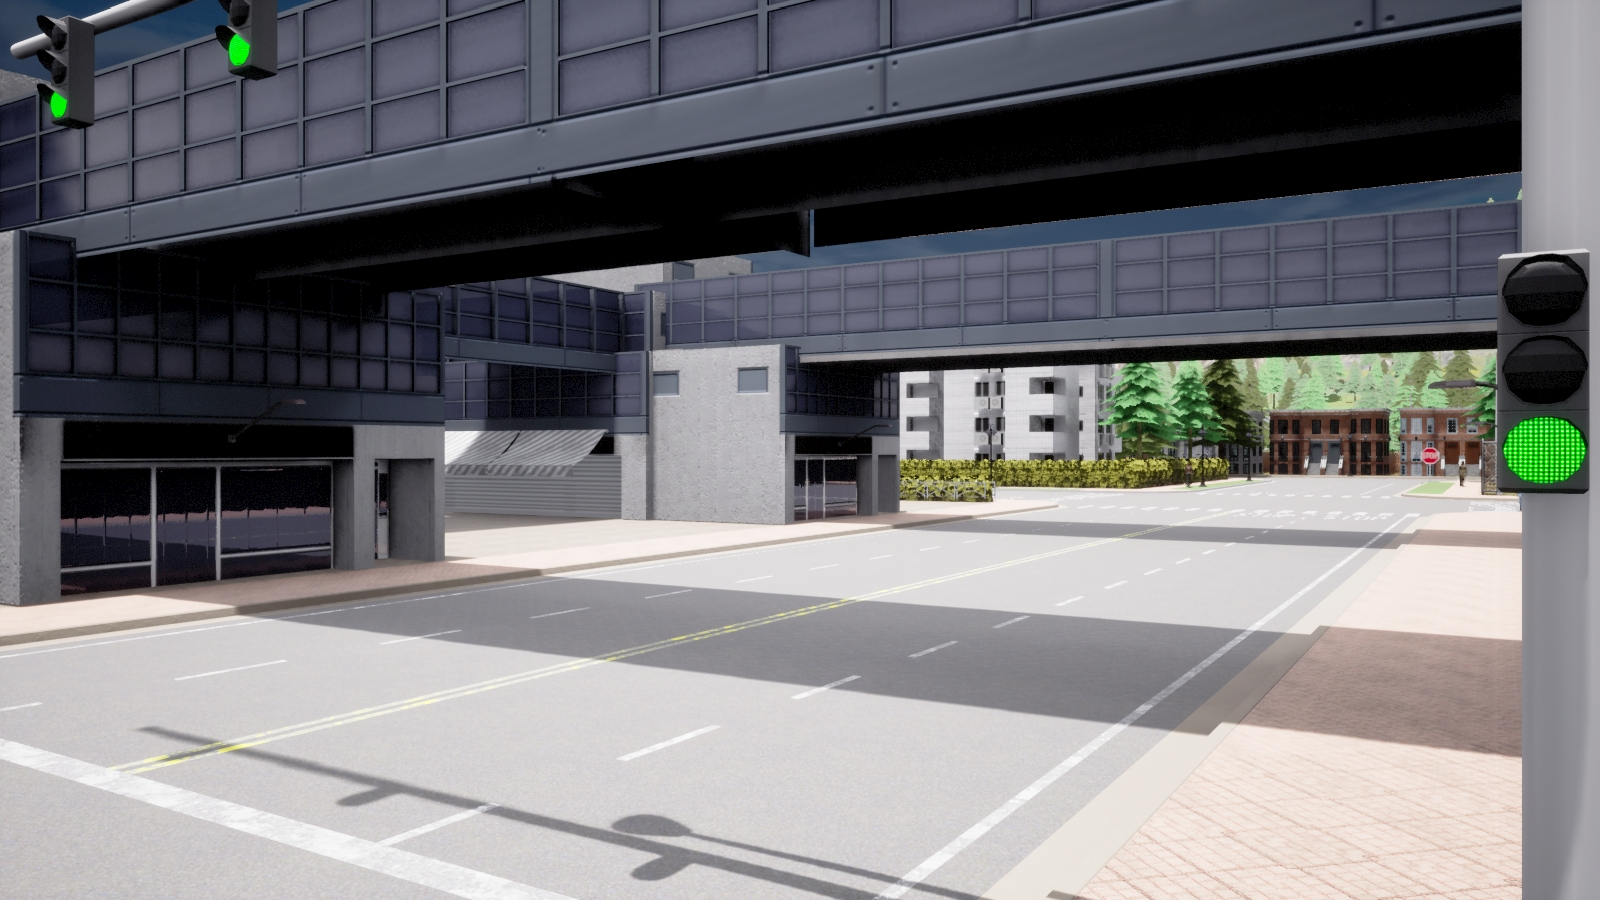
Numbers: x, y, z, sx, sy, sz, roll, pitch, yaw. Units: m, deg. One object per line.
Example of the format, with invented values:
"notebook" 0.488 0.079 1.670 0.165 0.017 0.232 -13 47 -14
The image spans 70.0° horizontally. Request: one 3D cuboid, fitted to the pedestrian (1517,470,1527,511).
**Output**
"pedestrian" 33.051 1.849 52.289 0.375 1.860 0.375 0 0 31
